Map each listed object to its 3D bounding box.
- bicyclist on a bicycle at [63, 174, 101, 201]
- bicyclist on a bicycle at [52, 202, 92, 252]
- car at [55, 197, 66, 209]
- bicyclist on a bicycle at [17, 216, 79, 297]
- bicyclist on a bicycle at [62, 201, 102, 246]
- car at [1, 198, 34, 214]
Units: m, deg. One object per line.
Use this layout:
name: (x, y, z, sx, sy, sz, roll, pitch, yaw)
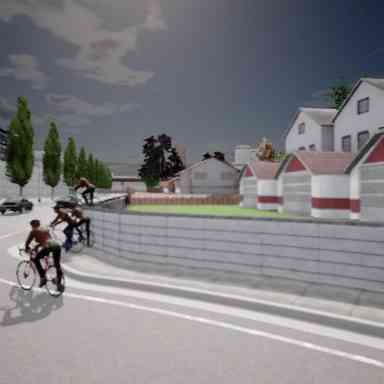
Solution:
bicyclist on a bicycle: (-4.593, 0.073, 13.884, 1.656, 1.620, 0.582, 1, 0, -4)
bicyclist on a bicycle: (-4.258, 1.250, 10.847, 1.656, 1.620, 0.582, 0, 0, -43)
car: (-14.505, 1.323, 38.461, 1.837, 1.490, 4.892, 0, 0, -9)
bicyclist on a bicycle: (-3.314, 1.417, 7.252, 1.656, 1.620, 0.582, 0, 0, 30)
bicyclist on a bicycle: (-4.282, 1.247, 12.357, 1.656, 1.620, 0.582, 0, 0, 21)
car: (-17.120, 1.339, 32.823, 1.837, 1.490, 4.892, 0, 0, -9)
